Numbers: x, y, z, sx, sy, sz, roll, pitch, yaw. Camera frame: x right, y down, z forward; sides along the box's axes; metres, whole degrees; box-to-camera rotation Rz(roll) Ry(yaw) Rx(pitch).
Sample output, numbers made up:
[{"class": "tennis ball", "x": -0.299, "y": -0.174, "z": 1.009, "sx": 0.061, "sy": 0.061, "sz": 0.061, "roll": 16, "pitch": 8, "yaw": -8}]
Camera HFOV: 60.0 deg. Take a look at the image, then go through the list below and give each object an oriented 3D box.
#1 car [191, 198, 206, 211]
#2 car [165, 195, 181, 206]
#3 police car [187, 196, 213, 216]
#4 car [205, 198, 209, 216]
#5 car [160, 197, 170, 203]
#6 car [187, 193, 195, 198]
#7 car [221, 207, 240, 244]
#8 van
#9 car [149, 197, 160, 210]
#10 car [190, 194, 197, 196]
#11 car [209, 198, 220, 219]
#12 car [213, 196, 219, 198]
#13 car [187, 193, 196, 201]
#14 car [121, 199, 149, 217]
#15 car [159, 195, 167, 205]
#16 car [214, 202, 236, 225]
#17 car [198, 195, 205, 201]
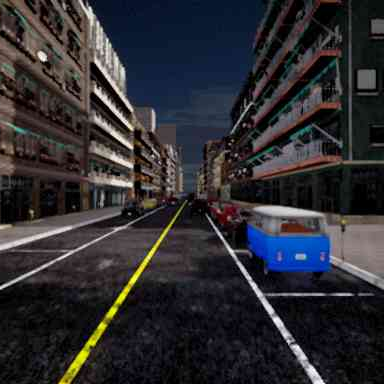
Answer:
[{"class": "car", "x": 0.799, "y": 1.603, "z": 43.099, "sx": 1.837, "sy": 1.490, "sz": 4.892, "roll": 0, "pitch": 0, "yaw": 0}, {"class": "car", "x": -3.090, "y": 1.643, "z": 57.074, "sx": 1.812, "sy": 1.442, "sz": 4.674, "roll": 0, "pitch": 0, "yaw": 0}, {"class": "police car", "x": 0.738, "y": 1.498, "z": 33.202, "sx": 1.930, "sy": 1.638, "sz": 5.238, "roll": 0, "pitch": 0, "yaw": 0}, {"class": "car", "x": 2.675, "y": 1.623, "z": 32.599, "sx": 2.008, "sy": 1.369, "sz": 4.403, "roll": 0, "pitch": 0, "yaw": 0}, {"class": "car", "x": -5.726, "y": 1.726, "z": 72.054, "sx": 1.802, "sy": 1.307, "sz": 4.206, "roll": 0, "pitch": 0, "yaw": 0}, {"class": "car", "x": -0.035, "y": 1.560, "z": 68.644, "sx": 1.837, "sy": 1.490, "sz": 4.892, "roll": 0, "pitch": 0, "yaw": 0}, {"class": "car", "x": 2.683, "y": 1.602, "z": 15.690, "sx": 1.947, "sy": 1.339, "sz": 4.313, "roll": 0, "pitch": 0, "yaw": 0}, {"class": "van", "x": 2.687, "y": 1.365, "z": 10.054, "sx": 1.690, "sy": 1.788, "sz": 3.998, "roll": 0, "pitch": 0, "yaw": 0}, {"class": "car", "x": -5.712, "y": 1.618, "z": 43.701, "sx": 1.752, "sy": 1.417, "sz": 4.829, "roll": 0, "pitch": 0, "yaw": 0}, {"class": "car", "x": 0.875, "y": 1.559, "z": 49.286, "sx": 1.801, "sy": 1.575, "sz": 5.366, "roll": 0, "pitch": 0, "yaw": 0}, {"class": "car", "x": 2.678, "y": 1.500, "z": 26.964, "sx": 1.967, "sy": 1.590, "sz": 4.097, "roll": 0, "pitch": 0, "yaw": 0}, {"class": "car", "x": 2.670, "y": 1.409, "z": 43.873, "sx": 2.192, "sy": 1.841, "sz": 5.009, "roll": 0, "pitch": 0, "yaw": 0}, {"class": "car", "x": -0.042, "y": 1.262, "z": 83.674, "sx": 2.150, "sy": 2.045, "sz": 5.566, "roll": 0, "pitch": 0, "yaw": 0}, {"class": "car", "x": -5.706, "y": 1.637, "z": 32.598, "sx": 1.947, "sy": 1.339, "sz": 4.313, "roll": 0, "pitch": 0, "yaw": 0}, {"class": "car", "x": -5.720, "y": 1.564, "z": 60.781, "sx": 1.967, "sy": 1.590, "sz": 4.097, "roll": 0, "pitch": 0, "yaw": 0}, {"class": "car", "x": 2.681, "y": 1.593, "z": 21.326, "sx": 1.887, "sy": 1.381, "sz": 4.507, "roll": 0, "pitch": 0, "yaw": 0}, {"class": "car", "x": 2.643, "y": 1.708, "z": 94.770, "sx": 1.752, "sy": 1.417, "sz": 4.829, "roll": 0, "pitch": 0, "yaw": 0}]
